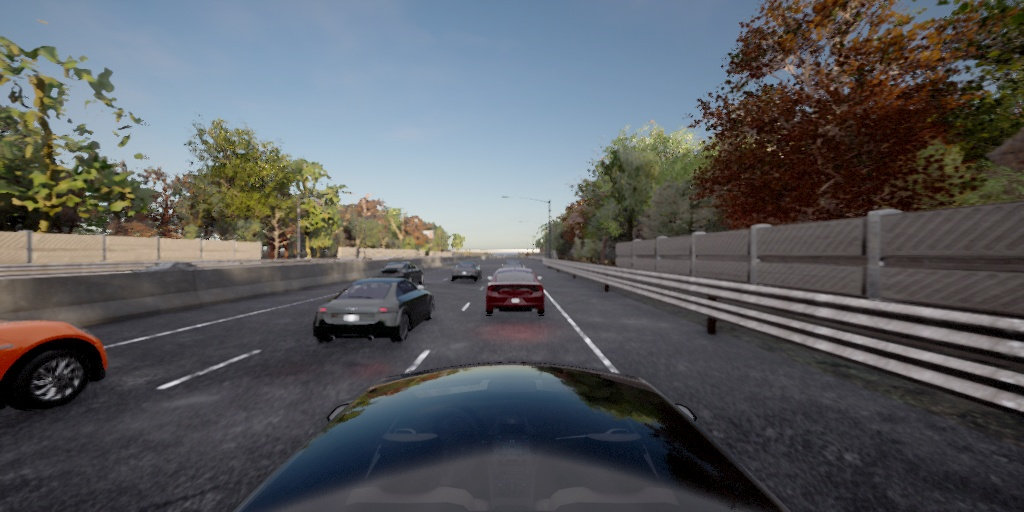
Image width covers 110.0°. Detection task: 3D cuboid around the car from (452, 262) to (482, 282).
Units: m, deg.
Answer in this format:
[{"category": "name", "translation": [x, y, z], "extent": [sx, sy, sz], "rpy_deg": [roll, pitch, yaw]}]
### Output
[{"category": "car", "translation": [-3.388, 1.169, 27.468], "extent": [1.994, 1.385, 4.181], "rpy_deg": [0, 0, 0]}]

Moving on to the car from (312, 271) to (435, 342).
[{"category": "car", "translation": [-3.395, 1.268, 9.585], "extent": [1.994, 1.385, 4.181], "rpy_deg": [0, 0, 0]}]

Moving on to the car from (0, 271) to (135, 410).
[{"category": "car", "translation": [-6.903, 1.093, 3.244], "extent": [2.097, 1.767, 4.553], "rpy_deg": [0, 0, 0]}]

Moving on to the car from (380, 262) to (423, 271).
[{"category": "car", "translation": [-6.895, 1.136, 22.583], "extent": [1.837, 1.490, 4.892], "rpy_deg": [0, 0, 0]}]

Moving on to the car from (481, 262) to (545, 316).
[{"category": "car", "translation": [0.104, 1.162, 13.106], "extent": [1.882, 1.535, 5.008], "rpy_deg": [0, 0, 0]}]

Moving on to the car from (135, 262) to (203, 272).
[{"category": "car", "translation": [-24.495, 1.148, 25.671], "extent": [1.812, 1.442, 4.674], "rpy_deg": [0, 0, 0]}]
